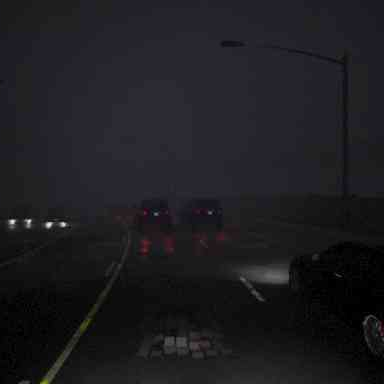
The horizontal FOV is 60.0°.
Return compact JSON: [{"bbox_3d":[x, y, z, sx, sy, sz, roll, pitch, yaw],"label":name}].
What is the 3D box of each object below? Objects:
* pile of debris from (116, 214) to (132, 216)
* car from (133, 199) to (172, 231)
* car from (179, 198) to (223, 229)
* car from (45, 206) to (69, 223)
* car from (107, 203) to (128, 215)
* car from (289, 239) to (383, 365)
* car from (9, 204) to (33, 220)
[{"bbox_3d":[-7.986,2.698,38.986,1.500,0.140,1.860,0,-1,-25],"label":"pile of debris"},{"bbox_3d":[-2.778,1.487,22.941,2.150,2.045,5.566,0,-1,-13],"label":"car"},{"bbox_3d":[0.561,1.478,24.062,2.150,2.045,5.566,0,-1,-13],"label":"car"},{"bbox_3d":[-12.418,2.000,30.784,2.033,1.411,5.357,0,-1,-19],"label":"car"},{"bbox_3d":[-9.284,2.053,41.280,2.128,1.511,4.902,0,-1,-26],"label":"car"},{"bbox_3d":[3.236,1.538,5.746,1.812,1.442,4.674,0,0,-3],"label":"car"},{"bbox_3d":[-18.135,2.092,35.315,1.837,1.490,4.892,0,-1,-27],"label":"car"}]
